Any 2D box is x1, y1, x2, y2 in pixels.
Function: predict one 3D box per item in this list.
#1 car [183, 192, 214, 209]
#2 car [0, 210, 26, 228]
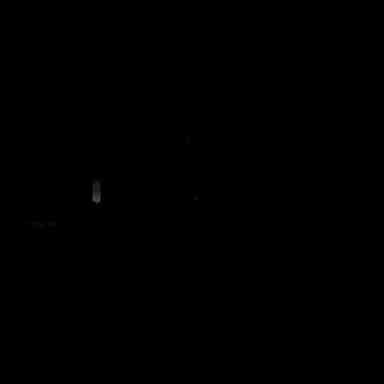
[{"bbox_3d":[0.834,1.027,41.905,2.150,2.045,5.566,1,1,27],"label":"car"},{"bbox_3d":[-11.763,1.391,18.589,1.812,1.442,4.674,1,1,30],"label":"car"}]
